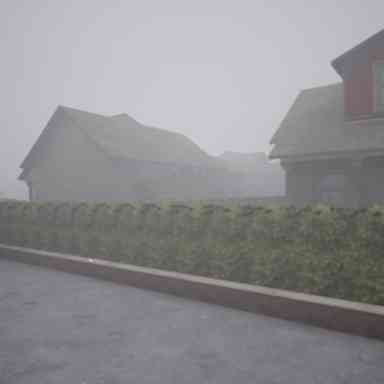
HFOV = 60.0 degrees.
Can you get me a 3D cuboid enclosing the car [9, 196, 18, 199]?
[{"bbox_3d":[-39.583,1.812,74.488,3.866,1.878,1.905,-1,0,36],"label":"car"}]
